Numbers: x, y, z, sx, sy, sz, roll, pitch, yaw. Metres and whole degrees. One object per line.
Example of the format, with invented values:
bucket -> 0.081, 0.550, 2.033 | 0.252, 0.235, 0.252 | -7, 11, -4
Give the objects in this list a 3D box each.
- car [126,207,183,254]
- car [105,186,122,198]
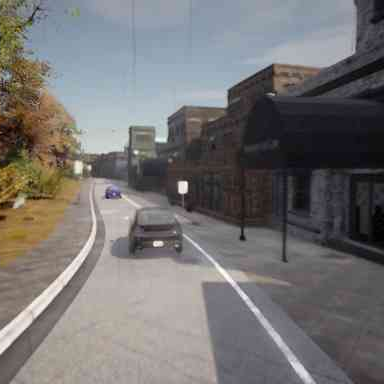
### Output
car -> -1.536, 1.343, 12.968 | 1.837, 1.490, 4.892 | -1, 1, -11
car -> -10.030, -0.030, 42.184 | 1.812, 1.442, 4.674 | -1, 3, -17
